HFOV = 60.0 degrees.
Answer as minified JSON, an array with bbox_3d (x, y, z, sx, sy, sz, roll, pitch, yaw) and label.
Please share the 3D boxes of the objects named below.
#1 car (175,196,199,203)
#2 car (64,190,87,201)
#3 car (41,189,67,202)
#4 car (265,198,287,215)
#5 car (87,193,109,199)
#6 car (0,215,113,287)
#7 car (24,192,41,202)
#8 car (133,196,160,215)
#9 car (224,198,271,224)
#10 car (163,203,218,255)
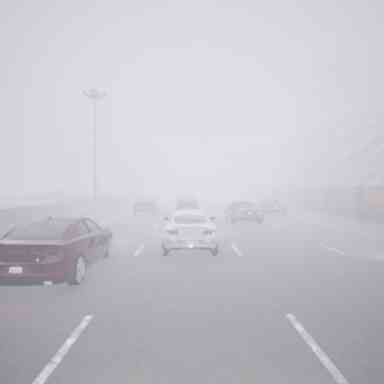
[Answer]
[{"bbox_3d":[-0.414,1.078,28.954,1.882,1.535,5.008,0,1,-1],"label":"car"},{"bbox_3d":[-18.579,0.746,54.539,2.128,1.511,4.902,0,1,-1],"label":"car"},{"bbox_3d":[-22.080,0.460,54.719,2.150,2.045,5.566,0,1,-1],"label":"car"},{"bbox_3d":[6.604,1.173,28.207,1.994,1.385,4.181,0,1,-1],"label":"car"},{"bbox_3d":[-15.082,0.795,54.894,2.033,1.411,5.357,0,1,-1],"label":"car"},{"bbox_3d":[-3.510,1.352,9.028,1.882,1.535,5.008,0,1,-1],"label":"car"},{"bbox_3d":[-25.577,0.750,54.392,2.128,1.511,4.902,0,1,-1],"label":"car"},{"bbox_3d":[-3.915,1.079,28.952,1.882,1.535,5.008,0,1,-1],"label":"car"},{"bbox_3d":[3.252,1.250,21.525,2.033,1.411,5.357,0,1,-1],"label":"car"},{"bbox_3d":[-0.085,1.354,12.391,1.812,1.442,4.674,0,1,-1],"label":"car"}]
